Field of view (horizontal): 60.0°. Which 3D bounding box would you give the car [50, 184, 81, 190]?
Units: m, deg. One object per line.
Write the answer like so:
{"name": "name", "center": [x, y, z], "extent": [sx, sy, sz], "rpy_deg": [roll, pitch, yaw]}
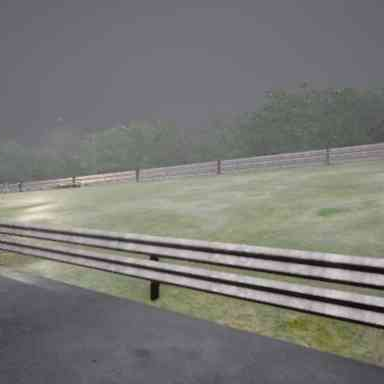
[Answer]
{"name": "car", "center": [-19.753, -0.751, 51.735], "extent": [4.718, 1.301, 1.895], "rpy_deg": [-4, -2, 25]}
